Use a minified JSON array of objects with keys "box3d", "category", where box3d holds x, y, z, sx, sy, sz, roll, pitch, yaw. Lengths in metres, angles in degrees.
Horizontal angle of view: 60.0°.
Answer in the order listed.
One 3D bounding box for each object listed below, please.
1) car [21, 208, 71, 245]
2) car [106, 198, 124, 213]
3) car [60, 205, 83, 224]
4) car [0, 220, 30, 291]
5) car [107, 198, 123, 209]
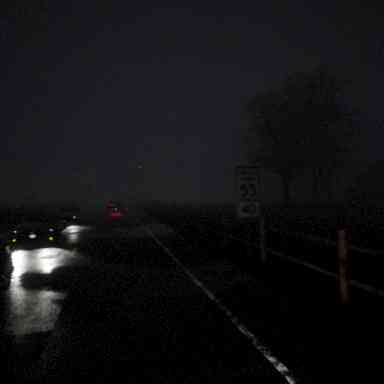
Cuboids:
[{"box3d":[-7.262,1.716,16.072,1.994,1.385,4.181,-1,0,-14],"category":"car"},{"box3d":[-9.369,1.684,40.672,1.837,1.490,4.892,-1,0,-14],"category":"car"},{"box3d":[-9.717,1.747,26.355,2.033,1.411,5.357,-1,0,-13],"category":"car"},{"box3d":[-4.919,1.599,6.356,2.128,1.511,4.902,-1,0,-13],"category":"car"},{"box3d":[-11.806,1.720,50.830,2.128,1.511,4.902,-1,0,-14],"category":"car"}]
